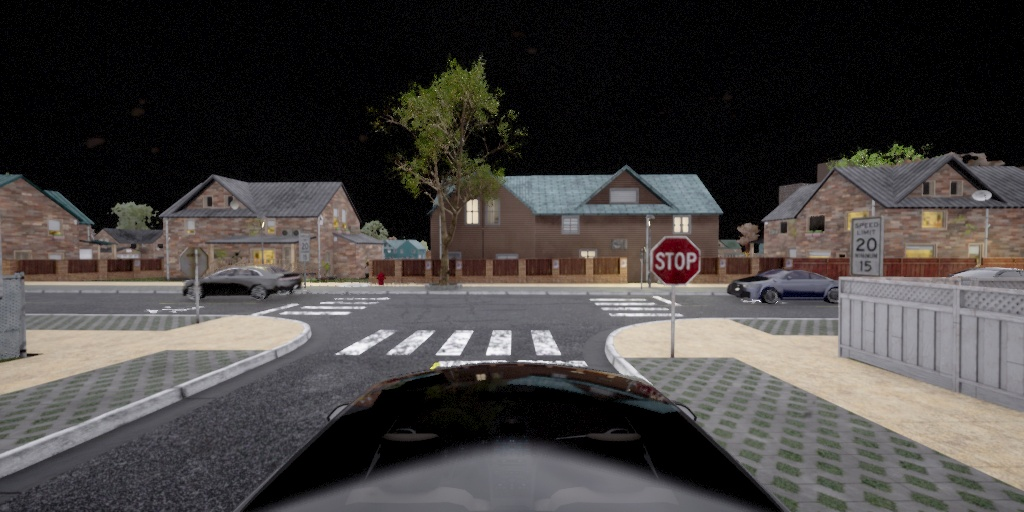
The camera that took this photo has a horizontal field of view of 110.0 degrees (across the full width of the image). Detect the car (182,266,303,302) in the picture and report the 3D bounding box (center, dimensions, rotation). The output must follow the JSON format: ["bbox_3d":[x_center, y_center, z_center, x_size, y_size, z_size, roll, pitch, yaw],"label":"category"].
[{"bbox_3d":[-12.206,1.195,16.321,4.902,1.511,2.128,0,1,3],"label":"car"}]

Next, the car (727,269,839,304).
[{"bbox_3d":[11.770,1.265,15.544,4.181,1.385,1.994,0,1,0],"label":"car"}]

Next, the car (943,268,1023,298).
[{"bbox_3d":[20.349,1.223,15.314,4.674,1.442,1.812,0,1,1],"label":"car"}]
